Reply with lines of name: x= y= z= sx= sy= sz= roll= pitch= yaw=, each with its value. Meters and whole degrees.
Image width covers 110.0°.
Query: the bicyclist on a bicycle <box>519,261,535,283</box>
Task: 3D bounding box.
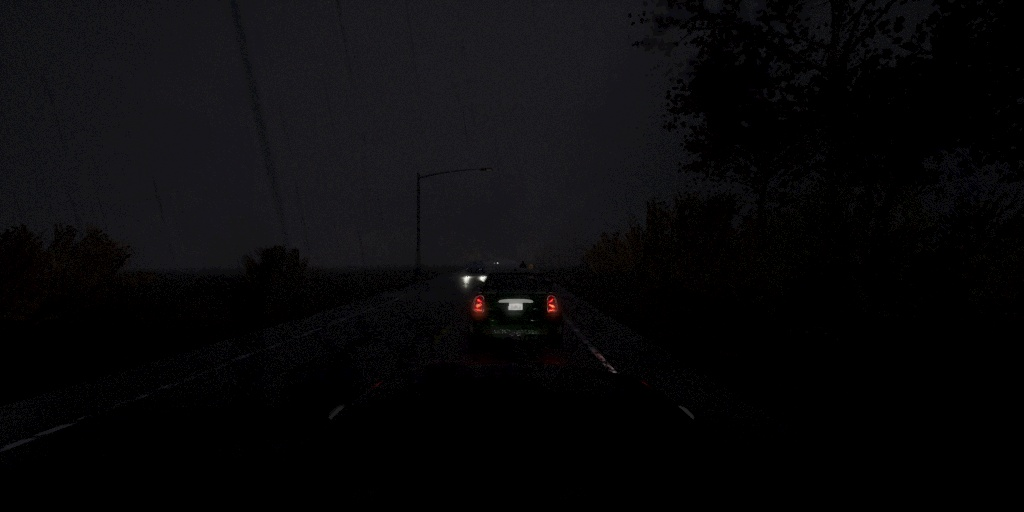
bicyclist on a bicycle: x=0.905 y=1.180 z=17.119 sx=0.866 sy=1.612 sz=1.509 roll=0 pitch=0 yaw=0

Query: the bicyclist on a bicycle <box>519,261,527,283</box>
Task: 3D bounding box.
bicyclist on a bicycle: x=0.843 y=1.193 z=27.235 sx=0.582 sy=1.620 sz=1.656 roll=0 pitch=0 yaw=0

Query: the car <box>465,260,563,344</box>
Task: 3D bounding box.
car: x=0.073 y=1.099 z=9.775 sx=2.097 sy=1.767 sz=4.553 roll=0 pitch=0 yaw=0

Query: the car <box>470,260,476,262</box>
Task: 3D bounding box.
car: x=-3.814 y=1.215 z=38.027 sx=1.882 sy=1.535 sz=5.008 roll=0 pitch=0 yaw=-1
